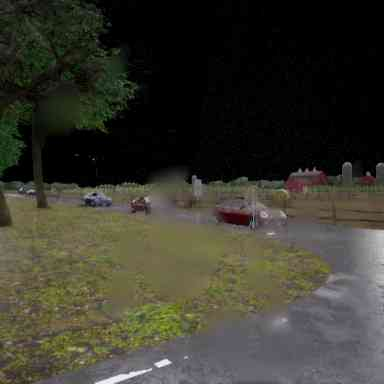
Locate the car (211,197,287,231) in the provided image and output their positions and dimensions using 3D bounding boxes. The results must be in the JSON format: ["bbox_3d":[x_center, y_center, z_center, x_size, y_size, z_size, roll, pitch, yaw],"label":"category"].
[{"bbox_3d":[3.199,1.143,19.196,2.097,1.767,4.553,-1,2,-38],"label":"car"}]

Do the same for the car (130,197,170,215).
[{"bbox_3d":[-3.708,1.128,28.531,1.812,1.442,4.674,-1,1,-36],"label":"car"}]

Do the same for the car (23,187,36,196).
[{"bbox_3d":[-40.873,0.230,84.805,1.882,1.535,5.008,-1,1,-36],"label":"car"}]

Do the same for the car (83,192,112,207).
[{"bbox_3d":[-10.975,0.773,38.574,2.097,1.767,4.553,-1,1,-36],"label":"car"}]
